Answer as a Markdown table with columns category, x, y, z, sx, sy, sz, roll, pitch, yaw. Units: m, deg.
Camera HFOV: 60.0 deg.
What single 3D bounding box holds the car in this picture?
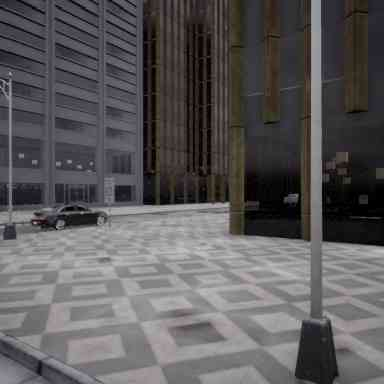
| category | x | y | z | sx | sy | sz | roll | pitch | yaw |
| --- | --- | --- | --- | --- | --- | --- | --- | --- | --- |
| car | -7.532 | 1.516 | 20.956 | 1.837 | 1.490 | 4.892 | 0 | 0 | 36 |
